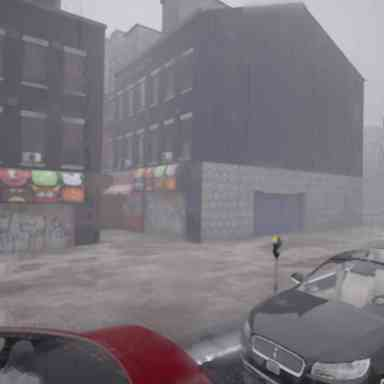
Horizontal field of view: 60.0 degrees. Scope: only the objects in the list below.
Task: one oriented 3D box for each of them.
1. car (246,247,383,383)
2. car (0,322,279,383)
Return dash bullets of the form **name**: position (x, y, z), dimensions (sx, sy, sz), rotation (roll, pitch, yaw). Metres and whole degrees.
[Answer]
- **car**: position (2.610, 1.550, 4.648), dimensions (4.403, 1.369, 2.008), rotation (0, 1, -35)
- **car**: position (-1.897, 1.545, 1.434), dimensions (4.507, 1.381, 1.887), rotation (0, 2, -35)
